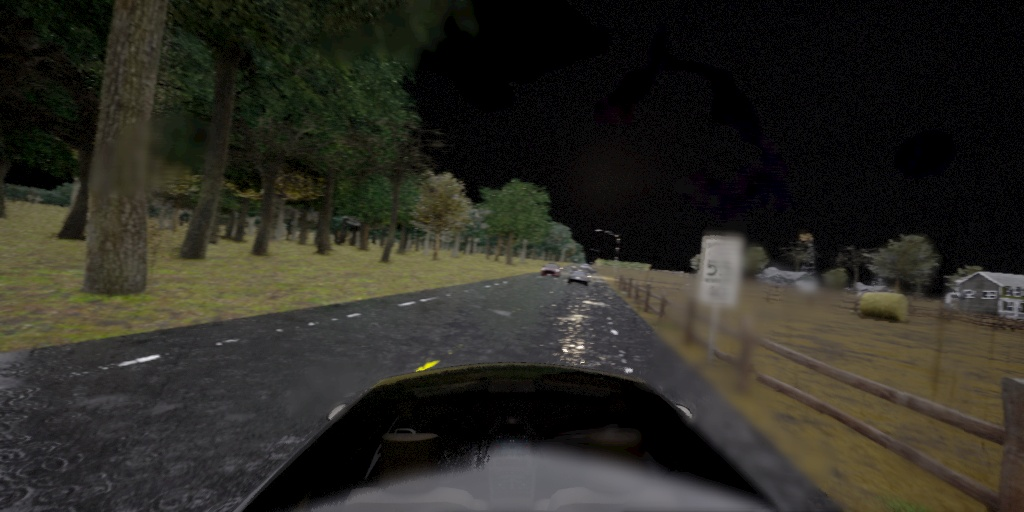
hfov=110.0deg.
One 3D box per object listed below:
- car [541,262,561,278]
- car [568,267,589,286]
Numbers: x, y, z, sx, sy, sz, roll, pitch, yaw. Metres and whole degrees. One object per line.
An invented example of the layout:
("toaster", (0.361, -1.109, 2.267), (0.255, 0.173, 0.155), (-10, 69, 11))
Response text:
("car", (4.918, 1.671, 44.382), (2.097, 1.767, 4.553), (6, 0, 12))
("car", (6.687, 2.086, 35.986), (1.994, 1.385, 4.181), (6, 0, 12))
